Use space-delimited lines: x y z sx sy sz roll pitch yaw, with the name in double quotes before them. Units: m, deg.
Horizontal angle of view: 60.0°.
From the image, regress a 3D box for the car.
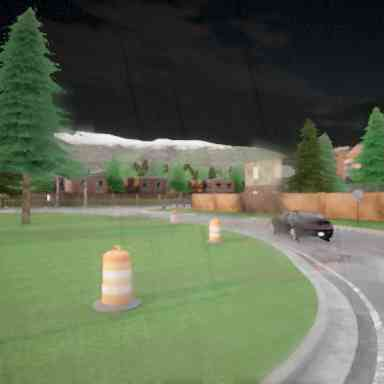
"car" 5.771 1.763 18.104 1.837 1.490 4.892 1 -1 -8
